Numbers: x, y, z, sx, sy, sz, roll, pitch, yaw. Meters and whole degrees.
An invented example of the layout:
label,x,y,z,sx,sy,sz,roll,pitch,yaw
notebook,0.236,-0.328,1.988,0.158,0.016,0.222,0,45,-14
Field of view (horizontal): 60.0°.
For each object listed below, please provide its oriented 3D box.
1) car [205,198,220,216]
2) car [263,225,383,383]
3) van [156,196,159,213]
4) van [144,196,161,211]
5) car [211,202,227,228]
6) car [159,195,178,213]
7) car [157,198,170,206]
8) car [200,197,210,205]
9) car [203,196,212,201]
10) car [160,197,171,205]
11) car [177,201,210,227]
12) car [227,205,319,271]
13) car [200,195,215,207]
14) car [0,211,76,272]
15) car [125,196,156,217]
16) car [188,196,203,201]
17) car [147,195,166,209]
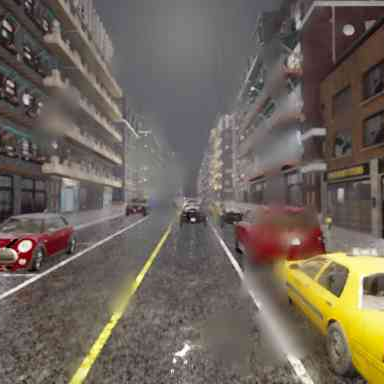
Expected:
label,x,y,z,sx,sy,sz,roll,pitch,yaw
car,2.574,1.632,33.620,1.752,1.417,4.829,2,0,0
car,2.587,1.541,5.298,1.752,1.417,4.829,2,0,0
van,-5.302,1.470,39.117,1.690,1.788,3.998,2,0,0
van,-5.304,1.494,44.782,1.690,1.788,3.998,2,0,0
car,2.579,1.615,22.121,2.008,1.369,4.403,2,0,0
car,-2.861,1.353,40.008,2.150,2.045,5.566,0,0,0
car,-5.320,1.794,61.776,1.947,1.339,4.313,2,0,0
car,2.559,1.783,67.609,1.752,1.417,4.829,2,0,0
car,2.566,1.728,50.444,2.008,1.369,4.403,2,0,0
car,-5.322,1.807,67.441,2.008,1.369,4.403,2,0,0
car,0.082,1.594,23.441,1.812,1.442,4.674,0,0,0
car,2.591,1.347,10.794,2.192,1.841,5.009,2,0,0
car,2.570,1.517,56.110,2.192,1.841,5.009,2,0,0
car,-5.292,1.471,10.795,1.967,1.590,4.097,2,0,0
car,-5.298,1.420,33.453,2.192,1.841,5.009,2,0,0
car,0.084,1.594,41.283,1.801,1.575,5.366,0,0,0
car,-5.306,1.492,50.448,2.192,1.841,5.009,2,0,0
